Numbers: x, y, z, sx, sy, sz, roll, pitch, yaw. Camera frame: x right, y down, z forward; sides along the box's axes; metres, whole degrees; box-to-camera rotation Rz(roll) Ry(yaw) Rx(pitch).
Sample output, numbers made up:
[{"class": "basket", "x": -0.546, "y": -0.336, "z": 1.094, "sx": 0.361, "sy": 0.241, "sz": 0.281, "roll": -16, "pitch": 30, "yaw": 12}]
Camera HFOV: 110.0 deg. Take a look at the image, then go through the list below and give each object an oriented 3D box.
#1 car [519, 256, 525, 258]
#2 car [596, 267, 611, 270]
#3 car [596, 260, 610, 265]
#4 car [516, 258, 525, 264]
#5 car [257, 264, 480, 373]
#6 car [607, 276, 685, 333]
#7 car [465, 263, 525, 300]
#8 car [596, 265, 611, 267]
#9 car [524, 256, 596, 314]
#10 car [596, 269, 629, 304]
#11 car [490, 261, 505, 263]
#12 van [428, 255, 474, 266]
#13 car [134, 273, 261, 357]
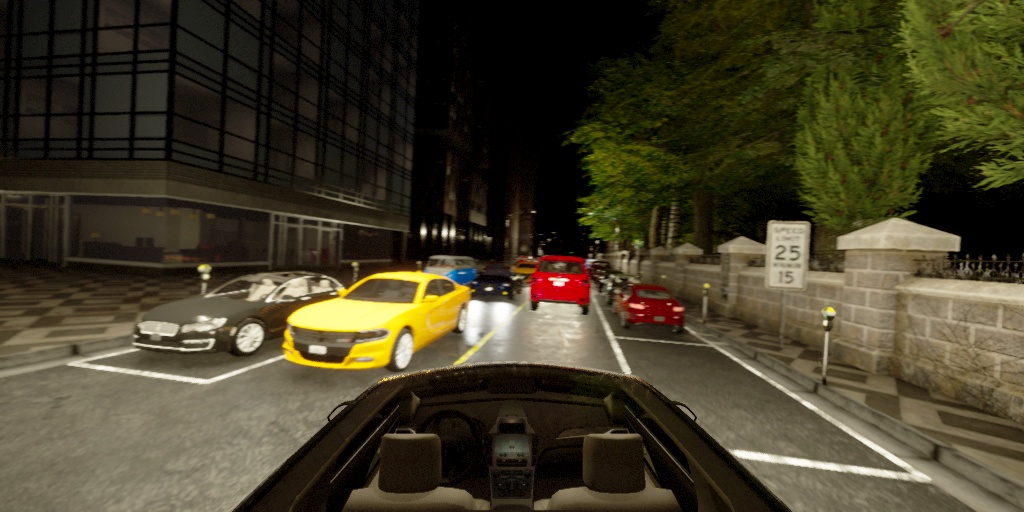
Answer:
[{"class": "car", "x": 1.655, "y": 0.926, "z": 45.722, "sx": 2.192, "sy": 1.841, "sz": 5.009, "roll": 0, "pitch": 0, "yaw": 10}, {"class": "car", "x": 6.185, "y": 1.571, "z": 22.481, "sx": 1.948, "sy": 1.339, "sz": 4.313, "roll": 0, "pitch": 0, "yaw": 10}, {"class": "car", "x": 8.113, "y": 1.355, "z": 33.364, "sx": 2.192, "sy": 1.841, "sz": 5.009, "roll": 0, "pitch": 0, "yaw": 10}, {"class": "car", "x": 1.185, "y": 1.193, "z": 27.514, "sx": 1.882, "sy": 1.535, "sz": 5.008, "roll": 3, "pitch": 0, "yaw": 10}, {"class": "car", "x": -2.349, "y": 1.091, "z": 7.610, "sx": 1.882, "sy": 1.535, "sz": 5.008, "roll": 3, "pitch": 0, "yaw": 10}, {"class": "car", "x": 4.262, "y": 1.532, "z": 11.598, "sx": 1.802, "sy": 1.307, "sz": 4.207, "roll": 0, "pitch": 0, "yaw": 10}, {"class": "car", "x": -0.642, "y": 1.234, "z": 17.301, "sx": 1.994, "sy": 1.385, "sz": 4.181, "roll": 3, "pitch": 0, "yaw": 10}, {"class": "car", "x": 7.150, "y": 1.607, "z": 27.923, "sx": 1.802, "sy": 1.307, "sz": 4.207, "roll": 0, "pitch": 0, "yaw": 10}, {"class": "car", "x": 2.088, "y": 1.045, "z": 14.683, "sx": 2.150, "sy": 2.045, "sz": 5.566, "roll": 3, "pitch": 0, "yaw": 11}, {"class": "car", "x": 5.224, "y": 1.531, "z": 17.040, "sx": 2.007, "sy": 1.370, "sz": 4.403, "roll": 0, "pitch": 0, "yaw": 10}, {"class": "car", "x": -1.235, "y": 1.124, "z": 29.398, "sx": 1.888, "sy": 1.381, "sz": 4.507, "roll": 0, "pitch": 0, "yaw": 10}, {"class": "van", "x": -3.161, "y": 0.875, "z": 18.515, "sx": 1.690, "sy": 1.789, "sz": 3.998, "roll": 0, "pitch": 0, "yaw": 10}, {"class": "car", "x": -5.085, "y": 1.020, "z": 7.632, "sx": 2.007, "sy": 1.370, "sz": 4.403, "roll": 0, "pitch": 0, "yaw": 10}]
